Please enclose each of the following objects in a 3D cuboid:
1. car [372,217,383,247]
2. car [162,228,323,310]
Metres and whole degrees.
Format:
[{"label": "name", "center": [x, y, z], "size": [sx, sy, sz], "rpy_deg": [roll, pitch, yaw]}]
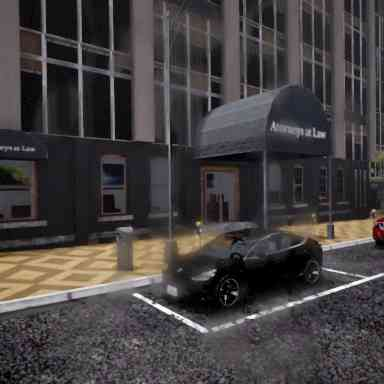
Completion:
[{"label": "car", "center": [9.620, 1.308, 14.038], "size": [5.009, 1.841, 2.192], "rpy_deg": [0, -1, -37]}, {"label": "car", "center": [1.348, 1.563, 7.830], "size": [4.313, 1.339, 1.947], "rpy_deg": [0, -1, -37]}]
